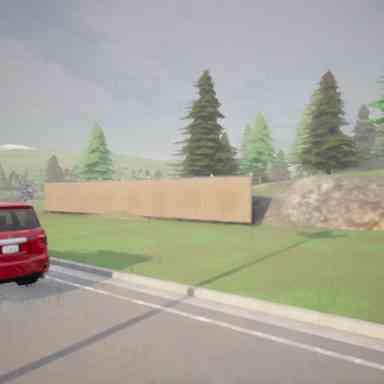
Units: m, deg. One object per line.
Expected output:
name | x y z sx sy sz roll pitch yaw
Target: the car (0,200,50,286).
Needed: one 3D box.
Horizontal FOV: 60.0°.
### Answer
car | -5.783 1.226 8.182 5.566 2.045 2.150 0 0 36
